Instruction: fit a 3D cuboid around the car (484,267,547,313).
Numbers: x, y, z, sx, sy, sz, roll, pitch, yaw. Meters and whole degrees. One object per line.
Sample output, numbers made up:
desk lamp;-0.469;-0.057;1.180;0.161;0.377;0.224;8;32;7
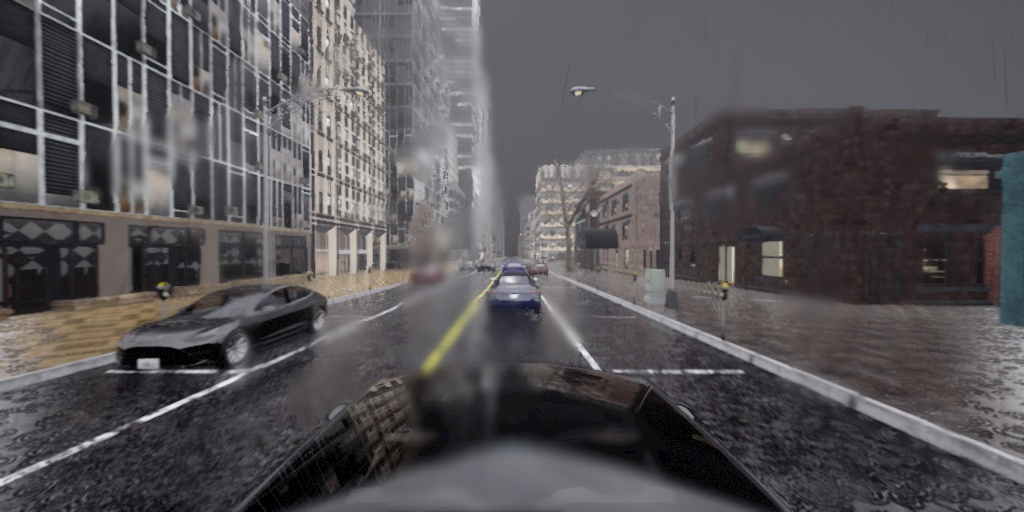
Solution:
car;0.090;1.312;13.968;1.994;1.385;4.181;0;0;0

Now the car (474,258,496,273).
car;-3.075;1.094;44.321;2.097;1.767;4.553;0;0;0

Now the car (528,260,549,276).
car;2.731;1.326;35.956;1.802;1.307;4.207;0;0;0

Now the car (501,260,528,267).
car;0.096;1.223;30.334;1.882;1.535;5.008;0;0;0

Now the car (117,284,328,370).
car;-5.690;1.315;7.796;1.948;1.339;4.313;0;0;0

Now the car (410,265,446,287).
car;-5.686;1.291;24.728;1.888;1.381;4.507;0;0;0

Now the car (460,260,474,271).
car;-5.784;1.294;47.303;2.007;1.370;4.403;0;0;0
